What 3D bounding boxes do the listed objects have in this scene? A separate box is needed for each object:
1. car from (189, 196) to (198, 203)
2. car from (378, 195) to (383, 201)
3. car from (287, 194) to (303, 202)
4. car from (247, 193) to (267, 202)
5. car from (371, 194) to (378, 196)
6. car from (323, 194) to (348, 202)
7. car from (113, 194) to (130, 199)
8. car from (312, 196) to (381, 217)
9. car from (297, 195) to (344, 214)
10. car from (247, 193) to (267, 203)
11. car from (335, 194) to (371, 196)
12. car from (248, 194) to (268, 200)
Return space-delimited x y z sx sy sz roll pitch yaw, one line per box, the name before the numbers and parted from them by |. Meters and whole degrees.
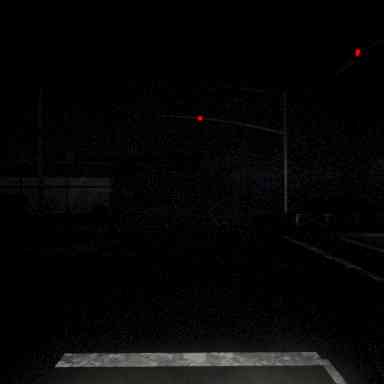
car | 0.282 1.547 69.721 2.033 1.411 5.357 0 0 0
car | 38.731 1.154 62.675 5.027 1.636 2.152 0 0 0
car | 21.338 1.097 65.757 4.605 1.855 1.932 0 0 0
car | 13.459 1.077 69.018 3.866 1.878 1.905 0 0 0
car | 38.387 1.232 69.091 3.806 1.475 1.970 0 0 0
car | 31.326 1.298 72.731 4.514 1.523 2.007 0 0 0
car | -19.389 1.333 91.627 4.674 1.442 1.812 0 0 0
car | 13.084 1.340 28.298 4.514 1.523 2.007 0 0 0
car | 13.021 1.330 31.435 5.027 1.636 2.152 0 0 0
car | 12.859 1.361 65.692 3.806 1.475 1.970 0 0 0
car | 20.657 1.320 43.305 3.633 1.501 1.845 0 0 0
car | 18.146 1.334 91.646 4.902 1.511 2.128 0 0 0
